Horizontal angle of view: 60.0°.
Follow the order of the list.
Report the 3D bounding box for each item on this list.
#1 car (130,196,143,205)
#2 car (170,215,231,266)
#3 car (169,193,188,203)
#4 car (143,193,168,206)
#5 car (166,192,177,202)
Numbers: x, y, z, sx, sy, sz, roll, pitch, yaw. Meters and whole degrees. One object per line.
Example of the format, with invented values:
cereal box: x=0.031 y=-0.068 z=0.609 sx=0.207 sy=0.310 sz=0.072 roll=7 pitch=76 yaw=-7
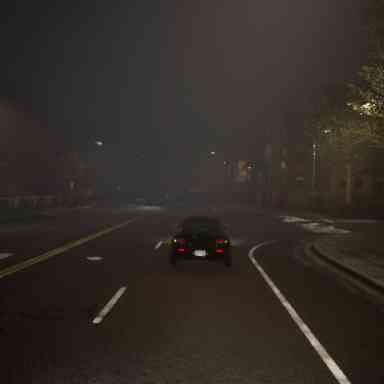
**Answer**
car: x=-8.625 y=1.343 z=54.032 sx=1.812 sy=1.442 sz=4.674 roll=1 pitch=0 yaw=6
car: x=0.323 y=1.512 z=11.431 sx=1.812 sy=1.442 sz=4.674 roll=1 pitch=0 yaw=2
car: x=-2.281 y=1.398 z=66.258 sx=1.812 sy=1.442 sz=4.674 roll=1 pitch=0 yaw=20
car: x=-5.460 y=1.351 z=50.126 sx=2.128 sy=1.511 sz=4.902 roll=1 pitch=0 yaw=4
car: x=-4.683 y=1.065 z=69.711 sx=2.150 sy=2.045 sz=5.566 roll=1 pitch=0 yaw=23
